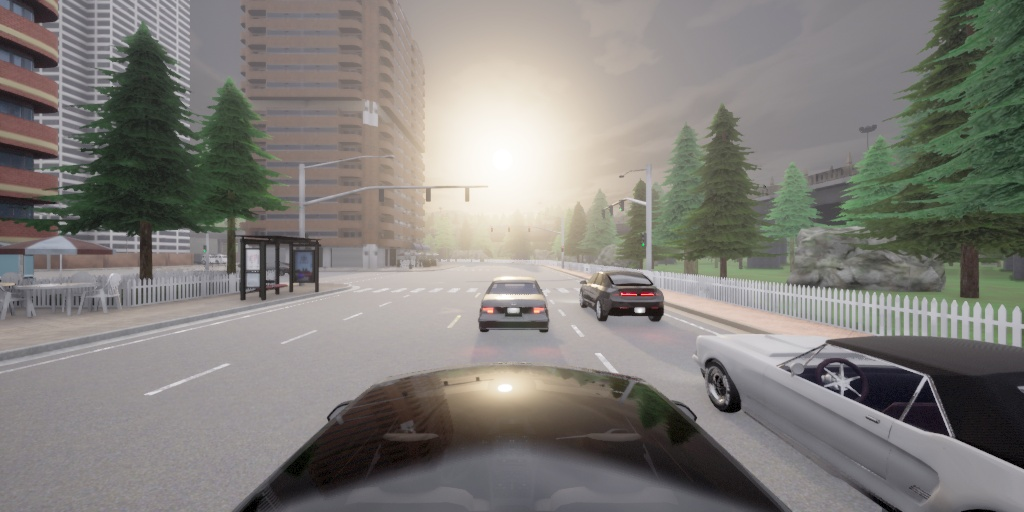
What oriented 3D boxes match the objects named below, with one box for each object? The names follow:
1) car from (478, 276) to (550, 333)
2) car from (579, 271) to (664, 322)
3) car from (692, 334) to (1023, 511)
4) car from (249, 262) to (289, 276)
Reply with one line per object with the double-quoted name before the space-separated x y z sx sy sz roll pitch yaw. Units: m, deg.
"car" 0.078 1.297 10.764 2.033 1.411 5.357 0 0 1
"car" 3.565 1.255 12.353 1.837 1.490 4.892 0 0 1
"car" 3.513 1.351 3.090 1.895 1.301 4.718 0 0 1
"car" -25.074 1.331 37.742 4.674 1.442 1.812 0 0 0
